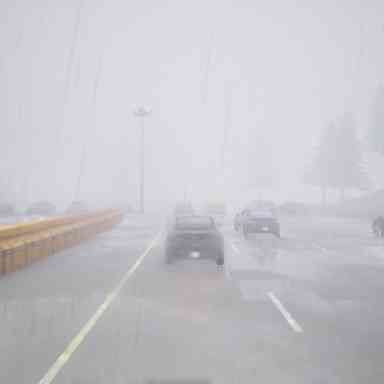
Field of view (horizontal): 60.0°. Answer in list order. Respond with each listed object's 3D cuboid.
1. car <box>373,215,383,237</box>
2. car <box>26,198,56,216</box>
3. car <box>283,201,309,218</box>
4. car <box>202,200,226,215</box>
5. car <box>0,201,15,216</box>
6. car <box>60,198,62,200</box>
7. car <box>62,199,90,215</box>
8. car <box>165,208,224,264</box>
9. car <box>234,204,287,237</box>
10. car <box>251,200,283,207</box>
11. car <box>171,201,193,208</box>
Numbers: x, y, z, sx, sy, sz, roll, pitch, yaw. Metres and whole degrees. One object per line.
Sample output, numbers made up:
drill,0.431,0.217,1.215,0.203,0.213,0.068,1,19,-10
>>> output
car,7.082,1.513,8.653,1.882,1.535,5.008,0,0,0
car,-15.427,1.647,34.184,1.837,1.490,4.892,0,0,-7
car,9.611,1.626,32.448,2.128,1.511,4.902,0,0,-6
car,2.270,1.623,35.297,1.882,1.535,5.008,0,0,-7
car,-18.658,1.609,31.721,1.882,1.535,5.008,0,0,-7
car,-28.663,1.449,71.225,2.033,1.411,5.357,0,0,-22
car,-12.028,1.651,35.210,1.837,1.490,4.892,0,0,-8
car,0.074,1.557,12.063,1.837,1.490,4.892,0,0,0
car,3.489,1.601,18.353,1.812,1.442,4.674,0,0,-1
car,6.263,1.477,30.550,2.097,1.767,4.553,0,0,-5
car,-0.929,1.626,32.443,2.128,1.511,4.902,0,0,-6
